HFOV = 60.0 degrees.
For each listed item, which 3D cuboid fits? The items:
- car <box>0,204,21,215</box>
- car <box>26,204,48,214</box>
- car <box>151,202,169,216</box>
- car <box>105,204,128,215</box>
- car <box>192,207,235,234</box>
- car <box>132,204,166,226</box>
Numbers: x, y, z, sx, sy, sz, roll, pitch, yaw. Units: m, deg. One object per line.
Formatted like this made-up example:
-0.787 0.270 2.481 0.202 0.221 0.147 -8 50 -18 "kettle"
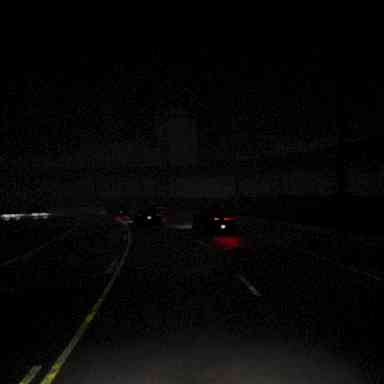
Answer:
-25.260 2.416 46.130 1.994 1.385 4.181 0 -1 -42 "car"
-22.545 2.393 48.338 1.994 1.385 4.181 0 -1 -41 "car"
-4.081 1.959 38.563 2.128 1.511 4.902 0 -1 -22 "car"
-9.627 2.170 42.196 1.895 1.301 4.718 0 -1 -27 "car"
1.257 1.704 20.810 1.837 1.490 4.892 0 -1 -11 "car"
-3.606 1.870 26.214 1.994 1.385 4.181 0 -1 -14 "car"
